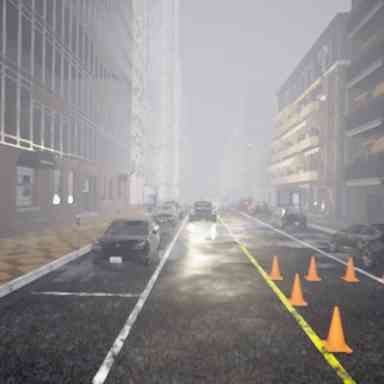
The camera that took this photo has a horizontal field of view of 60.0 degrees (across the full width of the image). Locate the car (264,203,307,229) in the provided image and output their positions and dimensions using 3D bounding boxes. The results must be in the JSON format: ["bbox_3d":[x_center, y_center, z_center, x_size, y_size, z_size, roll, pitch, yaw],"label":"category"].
[{"bbox_3d":[6.543,1.714,22.733,2.008,1.369,4.403,1,0,1],"label":"car"}]

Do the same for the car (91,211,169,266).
[{"bbox_3d":[-2.106,1.564,11.640,1.947,1.339,4.313,1,0,1],"label":"car"}]

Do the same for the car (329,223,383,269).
[{"bbox_3d":[6.272,1.693,11.439,1.947,1.339,4.313,1,0,1],"label":"car"}]

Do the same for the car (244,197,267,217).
[{"bbox_3d":[6.816,1.642,34.026,1.967,1.590,4.097,1,0,1],"label":"car"}]

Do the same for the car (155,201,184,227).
[{"bbox_3d":[-1.834,1.585,22.933,2.008,1.369,4.403,1,0,1],"label":"car"}]

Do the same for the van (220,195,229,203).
[{"bbox_3d":[7.902,1.711,79.202,1.690,1.788,3.998,1,0,1],"label":"van"}]

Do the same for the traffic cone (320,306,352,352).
[{"bbox_3d":[2.143,2.001,4.949,0.340,0.580,0.340,1,0,1],"label":"traffic cone"}]

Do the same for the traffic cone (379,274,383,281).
[{"bbox_3d":[5.238,2.060,8.875,0.340,0.580,0.340,1,0,1],"label":"traffic cone"}]

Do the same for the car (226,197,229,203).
[{"bbox_3d":[7.357,1.863,56.614,1.802,1.307,4.206,1,0,1],"label":"car"}]

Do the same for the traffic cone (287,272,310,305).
[{"bbox_3d":[2.192,2.008,6.948,0.340,0.580,0.340,1,0,1],"label":"traffic cone"}]

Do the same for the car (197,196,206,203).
[{"bbox_3d":[2.183,1.755,78.138,1.882,1.535,5.008,1,0,1],"label":"car"}]

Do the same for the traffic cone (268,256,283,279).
[{"bbox_3d":[2.239,2.014,8.948,0.340,0.580,0.340,1,0,1],"label":"traffic cone"}]

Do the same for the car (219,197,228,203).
[{"bbox_3d":[8.035,1.959,84.848,1.947,1.339,4.313,1,0,1],"label":"car"}]

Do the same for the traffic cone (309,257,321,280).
[{"bbox_3d":[3.239,2.029,8.923,0.340,0.580,0.340,1,0,1],"label":"traffic cone"}]

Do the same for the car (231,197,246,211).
[{"bbox_3d":[7.090,1.556,45.321,2.192,1.841,5.009,1,0,1],"label":"car"}]

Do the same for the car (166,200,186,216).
[{"bbox_3d":[-1.566,1.597,34.058,1.752,1.417,4.829,1,0,1],"label":"car"}]

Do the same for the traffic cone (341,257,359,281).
[{"bbox_3d":[4.239,2.045,8.899,0.340,0.580,0.340,1,0,1],"label":"traffic cone"}]

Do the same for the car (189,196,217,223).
[{"bbox_3d":[0.849,1.437,26.170,2.097,1.767,4.553,1,0,2],"label":"car"}]
